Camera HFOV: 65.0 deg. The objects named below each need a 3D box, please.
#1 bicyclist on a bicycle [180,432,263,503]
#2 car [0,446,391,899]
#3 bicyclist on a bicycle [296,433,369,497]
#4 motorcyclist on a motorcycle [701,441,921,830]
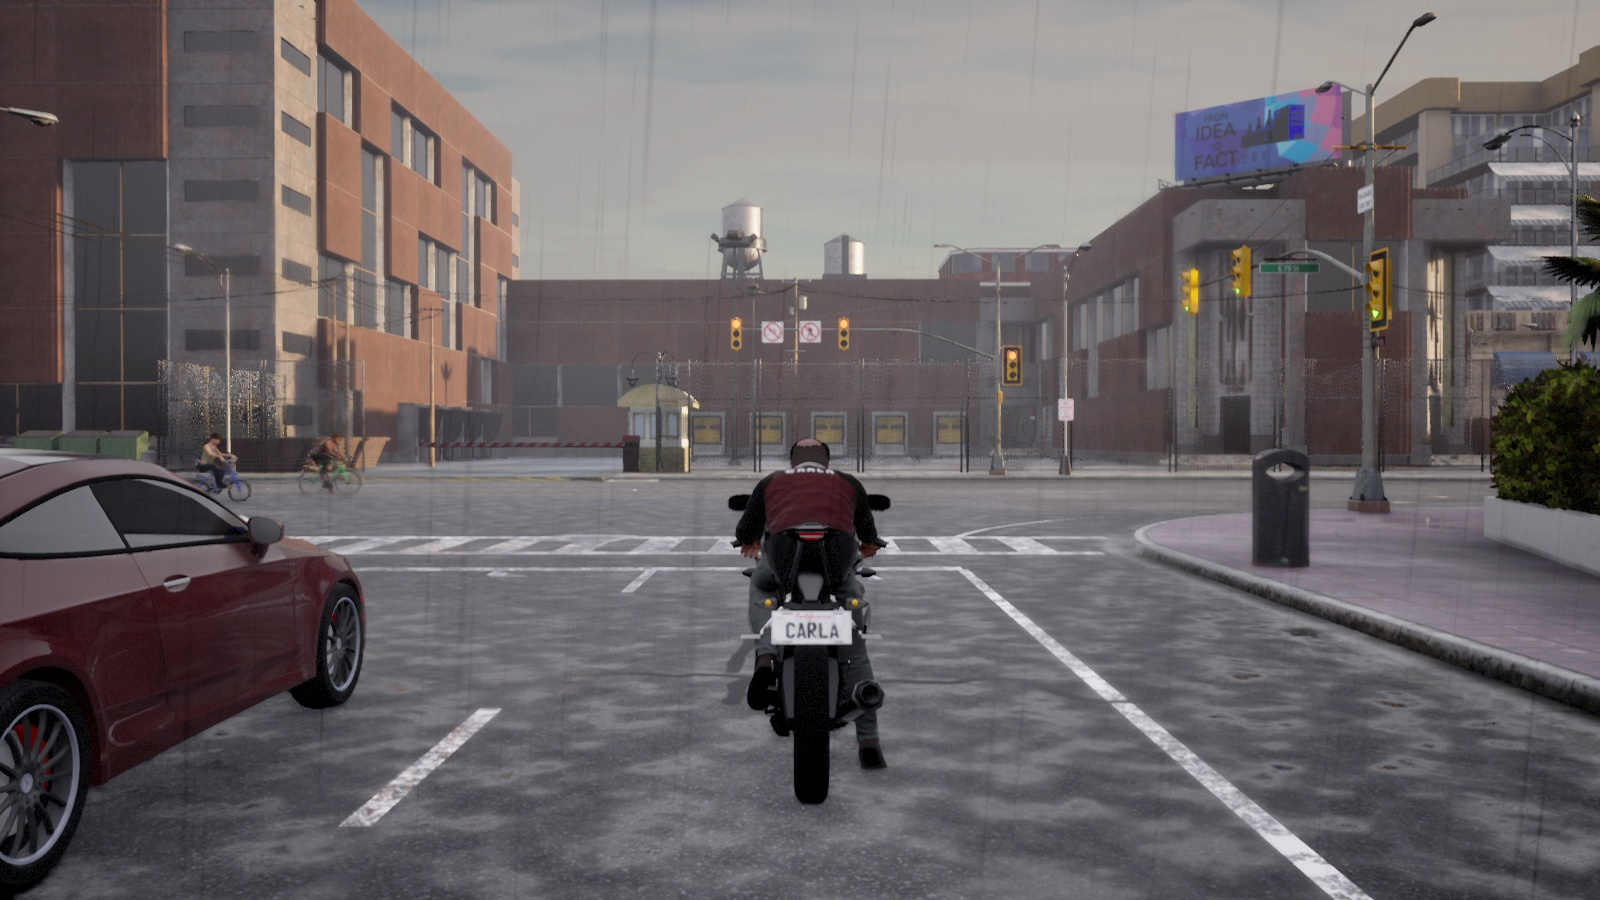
[{"bbox_3d":[-13.383,0.401,29.078,1.509,1.612,0.866,0,1,1],"label":"bicyclist on a bicycle"},{"bbox_3d":[-3.444,0.718,5.457,1.812,1.442,4.674,0,1,0],"label":"car"},{"bbox_3d":[-12.112,0.386,32.556,1.656,1.620,0.582,0,1,1],"label":"bicyclist on a bicycle"},{"bbox_3d":[0.046,0.725,6.052,0.866,1.530,2.191,0,1,0],"label":"motorcyclist on a motorcycle"}]
